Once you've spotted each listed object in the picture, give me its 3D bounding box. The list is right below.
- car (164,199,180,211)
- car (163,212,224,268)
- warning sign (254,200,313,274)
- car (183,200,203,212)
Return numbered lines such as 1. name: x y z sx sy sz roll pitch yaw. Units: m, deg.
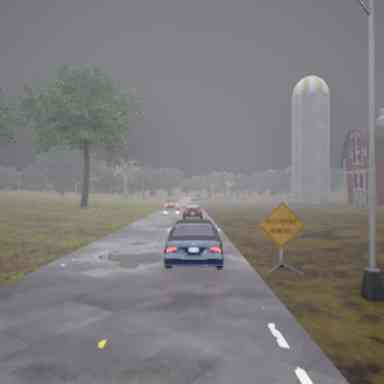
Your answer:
1. car: -2.870 1.763 47.985 2.097 1.767 4.553 0 0 0
2. car: 0.061 1.646 11.579 2.033 1.411 5.357 0 0 0
3. warning sign: 2.460 1.193 9.148 1.300 1.860 1.060 1 1 0
4. car: 0.062 1.802 32.254 1.812 1.442 4.674 0 0 0
